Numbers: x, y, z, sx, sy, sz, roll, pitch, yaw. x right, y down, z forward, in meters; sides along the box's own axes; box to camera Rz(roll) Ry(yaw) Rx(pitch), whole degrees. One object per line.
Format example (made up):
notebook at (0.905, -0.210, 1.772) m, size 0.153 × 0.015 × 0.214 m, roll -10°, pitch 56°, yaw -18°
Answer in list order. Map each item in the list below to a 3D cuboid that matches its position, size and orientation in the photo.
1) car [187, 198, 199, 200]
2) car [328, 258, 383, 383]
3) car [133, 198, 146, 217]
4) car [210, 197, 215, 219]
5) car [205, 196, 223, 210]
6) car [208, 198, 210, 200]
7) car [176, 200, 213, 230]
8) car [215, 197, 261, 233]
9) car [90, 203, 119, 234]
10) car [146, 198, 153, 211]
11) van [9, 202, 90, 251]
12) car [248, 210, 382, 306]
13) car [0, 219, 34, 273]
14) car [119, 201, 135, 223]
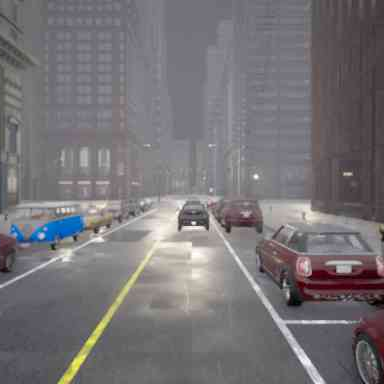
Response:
car at (0.093, 1.422, 38.985) m, size 1.837 × 1.490 × 4.892 m, roll 0°, pitch 0°, yaw 0°
car at (2.759, 1.576, 2.338) m, size 1.802 × 1.307 × 4.206 m, roll 0°, pitch 0°, yaw 0°
car at (-5.771, 1.499, 30.514) m, size 1.947 × 1.339 × 4.313 m, roll 0°, pitch 0°, yaw 0°
car at (2.754, 1.259, 24.881) m, size 2.192 × 1.841 × 5.009 m, roll 0°, pitch 0°, yaw 0°
car at (2.751, 1.355, 41.790) m, size 1.967 × 1.590 × 4.097 m, roll 0°, pitch 0°, yaw 0°
car at (2.754, 1.500, 30.518) m, size 1.947 × 1.339 × 4.313 m, roll 0°, pitch 0°, yaw 0°
car at (0.096, 1.457, 20.750) m, size 1.837 × 1.490 × 4.892 m, roll 0°, pitch 0°, yaw 0°
car at (2.755, 1.271, 19.245) m, size 2.192 × 1.841 × 5.009 m, roll 0°, pitch 0°, yaw 0°
car at (-5.769, 1.481, 19.071) m, size 1.752 × 1.417 × 4.829 m, roll 0°, pitch 0°, yaw 0°
car at (-5.772, 1.490, 36.150) m, size 1.947 × 1.339 × 4.313 m, roll 0°, pitch 0°, yaw 0°
van at (-5.769, 1.308, 13.604) m, size 1.690 × 1.788 × 3.998 m, roll 0°, pitch 0°, yaw 0°
car at (2.758, 1.420, 7.974) m, size 1.967 × 1.590 × 4.097 m, roll 0°, pitch 0°, yaw 0°
car at (-5.767, 1.562, 7.968) m, size 1.802 × 1.307 × 4.206 m, roll 0°, pitch 0°, yaw 0°
car at (-5.770, 1.526, 24.878) m, size 1.802 × 1.307 × 4.206 m, roll 0°, pitch 0°, yaw 0°
